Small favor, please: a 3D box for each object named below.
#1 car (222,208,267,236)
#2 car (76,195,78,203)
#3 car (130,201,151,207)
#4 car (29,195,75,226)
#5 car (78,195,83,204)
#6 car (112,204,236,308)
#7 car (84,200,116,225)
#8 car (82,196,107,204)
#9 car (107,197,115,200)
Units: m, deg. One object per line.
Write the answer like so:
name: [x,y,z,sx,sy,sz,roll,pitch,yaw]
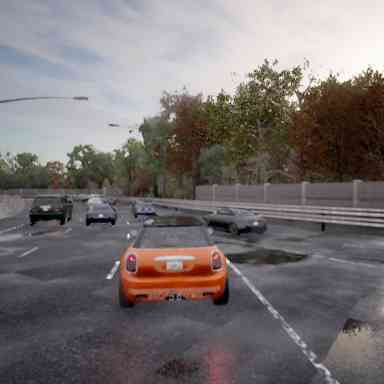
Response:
car: [2.197,1.560,18.478,1.994,1.385,4.181,0,0,-31]
car: [-22.816,1.377,67.138,2.033,1.411,5.357,0,0,-39]
car: [-4.547,1.539,30.463,2.033,1.411,5.357,0,0,-16]
car: [-10.013,1.216,23.896,2.150,2.045,5.566,0,0,-14]
car: [-19.070,1.461,61.594,1.882,1.535,5.008,0,0,-33]
car: [-0.482,1.342,8.167,2.097,1.767,4.553,-1,0,-4]
car: [-6.502,1.558,24.014,1.994,1.385,4.181,0,0,-13]
car: [-12.283,1.514,41.751,1.812,1.442,4.674,0,0,-23]
car: [-13.246,1.477,51.667,2.128,1.511,4.902,0,0,-28]
